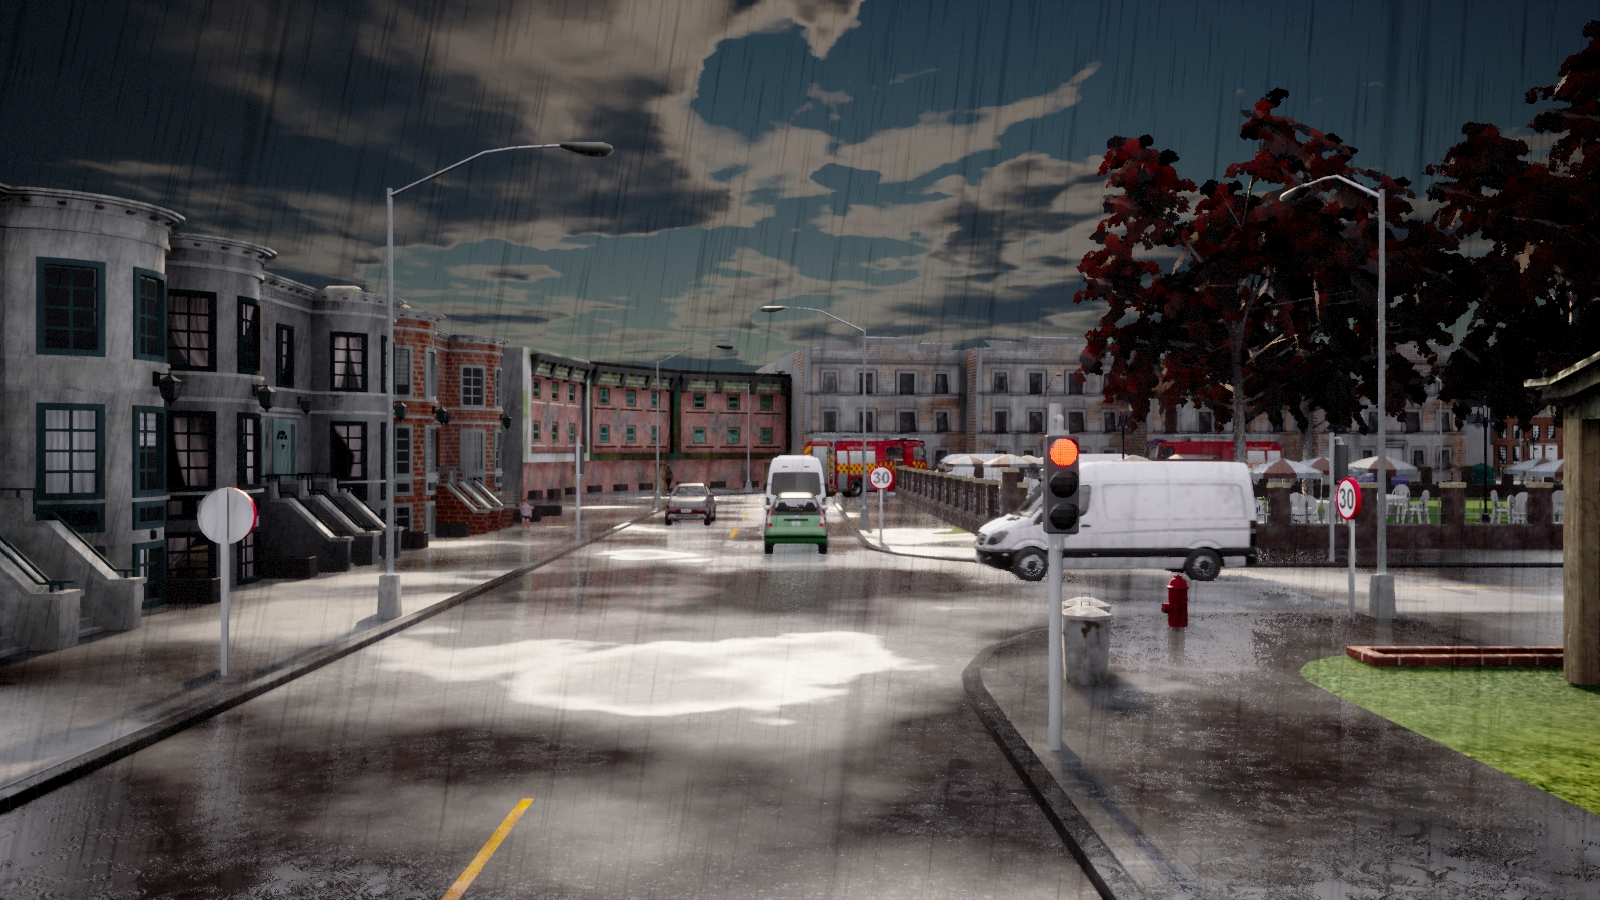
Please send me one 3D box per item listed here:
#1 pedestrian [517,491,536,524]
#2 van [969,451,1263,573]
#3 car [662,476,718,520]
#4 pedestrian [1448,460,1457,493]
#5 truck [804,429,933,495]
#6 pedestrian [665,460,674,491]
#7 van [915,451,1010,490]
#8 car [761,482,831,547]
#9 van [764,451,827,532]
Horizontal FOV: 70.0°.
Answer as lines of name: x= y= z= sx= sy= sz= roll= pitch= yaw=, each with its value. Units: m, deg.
pedestrian: x=-9.085 y=1.904 z=37.932 sx=0.500 sy=1.100 sz=0.500 roll=0 pitch=0 yaw=3
van: x=6.837 y=1.315 z=25.185 sx=5.915 sy=2.561 sz=1.988 roll=0 pitch=0 yaw=0
car: x=-4.154 y=1.806 z=43.645 sx=1.789 sy=1.549 sz=3.705 roll=0 pitch=0 yaw=0
pedestrian: x=37.723 y=1.524 z=66.064 sx=0.375 sy=1.860 sz=0.375 roll=0 pitch=0 yaw=16
truck: x=4.295 y=0.672 z=70.228 sx=8.468 sy=3.827 sz=2.891 roll=0 pitch=0 yaw=-43
pedestrian: x=-7.769 y=1.525 z=68.046 sx=0.375 sy=1.860 sz=0.375 roll=0 pitch=0 yaw=28
van: x=10.550 y=1.314 z=74.428 sx=5.915 sy=2.561 sz=1.988 roll=0 pitch=0 yaw=0
car: x=-0.119 y=1.779 z=32.372 sx=1.851 sy=1.617 sz=3.988 roll=0 pitch=0 yaw=0
van: x=-0.147 y=1.315 z=39.074 sx=1.988 sy=2.561 sz=5.915 roll=0 pitch=0 yaw=0
